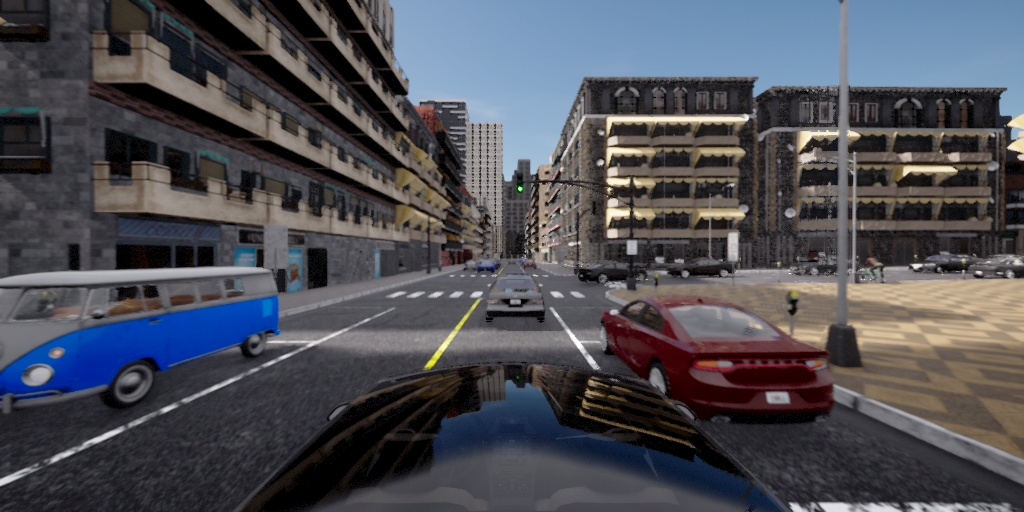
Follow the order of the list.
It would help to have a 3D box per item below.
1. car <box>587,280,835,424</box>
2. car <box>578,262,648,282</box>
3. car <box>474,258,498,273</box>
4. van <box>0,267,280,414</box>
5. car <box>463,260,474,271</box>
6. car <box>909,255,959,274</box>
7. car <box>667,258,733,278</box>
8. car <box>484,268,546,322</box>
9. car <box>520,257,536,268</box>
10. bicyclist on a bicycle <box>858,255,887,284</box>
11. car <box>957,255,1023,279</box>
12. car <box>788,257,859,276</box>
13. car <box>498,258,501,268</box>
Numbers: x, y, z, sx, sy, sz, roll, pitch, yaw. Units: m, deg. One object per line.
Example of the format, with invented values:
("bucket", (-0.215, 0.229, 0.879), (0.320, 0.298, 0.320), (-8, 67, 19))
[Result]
("car", (2.689, 1.294, 5.849), (1.888, 1.381, 4.507), (0, 0, 0))
("car", (7.126, 1.132, 25.242), (5.008, 1.535, 1.882), (-2, -1, -18))
("car", (-3.092, 1.229, 43.590), (1.882, 1.535, 5.008), (0, 0, 1))
("van", (-5.692, 1.090, 5.850), (1.690, 1.789, 3.998), (0, 0, 0))
("car", (-5.691, 1.305, 49.325), (2.007, 1.370, 4.403), (0, 0, 0))
("car", (35.232, 0.642, 29.109), (4.902, 1.511, 2.128), (-1, 0, -1))
("car", (15.062, 0.948, 28.839), (5.008, 1.535, 1.882), (-1, 0, -1))
("car", (0.111, 1.295, 12.284), (2.033, 1.411, 5.357), (0, 0, 0))
("car", (2.688, 1.196, 54.848), (1.967, 1.591, 4.097), (0, 0, 0))
("bicyclist on a bicycle", (20.244, 0.763, 20.170), (0.582, 1.620, 1.656), (-1, 0, -1))
("car", (32.477, 0.794, 23.298), (4.403, 1.370, 2.007), (0, 0, -1))
("car", (25.121, 0.815, 28.978), (4.892, 1.490, 1.837), (-1, 0, -1))
("car", (-3.073, 1.108, 52.749), (2.097, 1.767, 4.553), (0, 0, 0))
